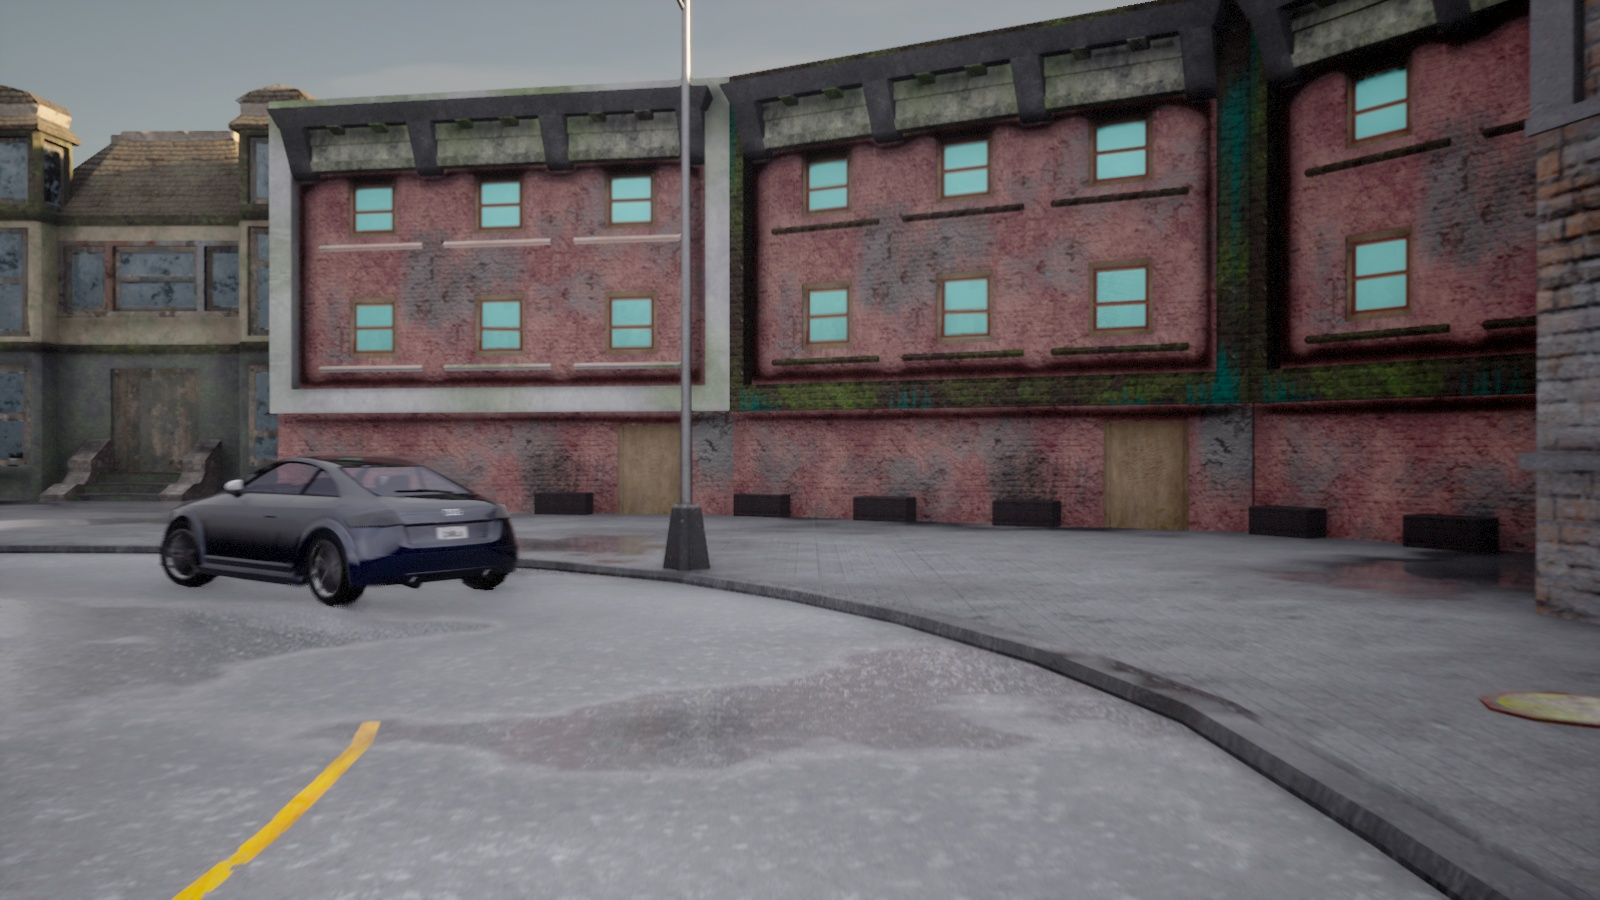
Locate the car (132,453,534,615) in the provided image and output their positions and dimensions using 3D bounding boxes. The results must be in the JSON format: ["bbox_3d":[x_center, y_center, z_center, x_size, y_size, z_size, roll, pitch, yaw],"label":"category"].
[{"bbox_3d":[-4.918,0.735,13.023,4.181,1.385,1.994,0,0,38],"label":"car"}]
